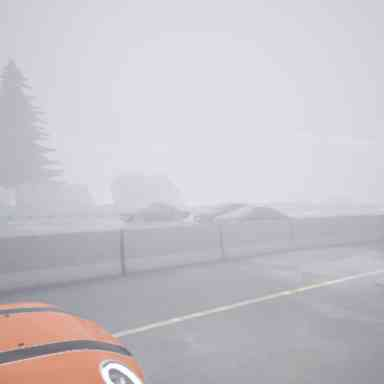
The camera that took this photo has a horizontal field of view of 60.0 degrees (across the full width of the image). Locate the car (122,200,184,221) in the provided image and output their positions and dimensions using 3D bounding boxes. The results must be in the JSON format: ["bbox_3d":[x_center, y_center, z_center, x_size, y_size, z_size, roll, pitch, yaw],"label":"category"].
[{"bbox_3d":[-3.092,1.444,26.730,4.674,1.442,1.812,0,0,-31],"label":"car"}]

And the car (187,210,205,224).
[{"bbox_3d":[2.418,1.443,21.856,4.892,1.490,1.837,0,0,-29],"label":"car"}]

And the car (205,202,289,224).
[{"bbox_3d":[3.301,1.475,18.329,4.674,1.442,1.812,0,0,-30],"label":"car"}]

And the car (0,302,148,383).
[{"bbox_3d":[-2.455,1.343,1.886,4.553,1.767,2.097,0,0,-36],"label":"car"}]

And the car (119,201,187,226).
[{"bbox_3d":[-2.591,1.531,22.980,4.718,1.301,1.895,0,0,-31],"label":"car"}]
